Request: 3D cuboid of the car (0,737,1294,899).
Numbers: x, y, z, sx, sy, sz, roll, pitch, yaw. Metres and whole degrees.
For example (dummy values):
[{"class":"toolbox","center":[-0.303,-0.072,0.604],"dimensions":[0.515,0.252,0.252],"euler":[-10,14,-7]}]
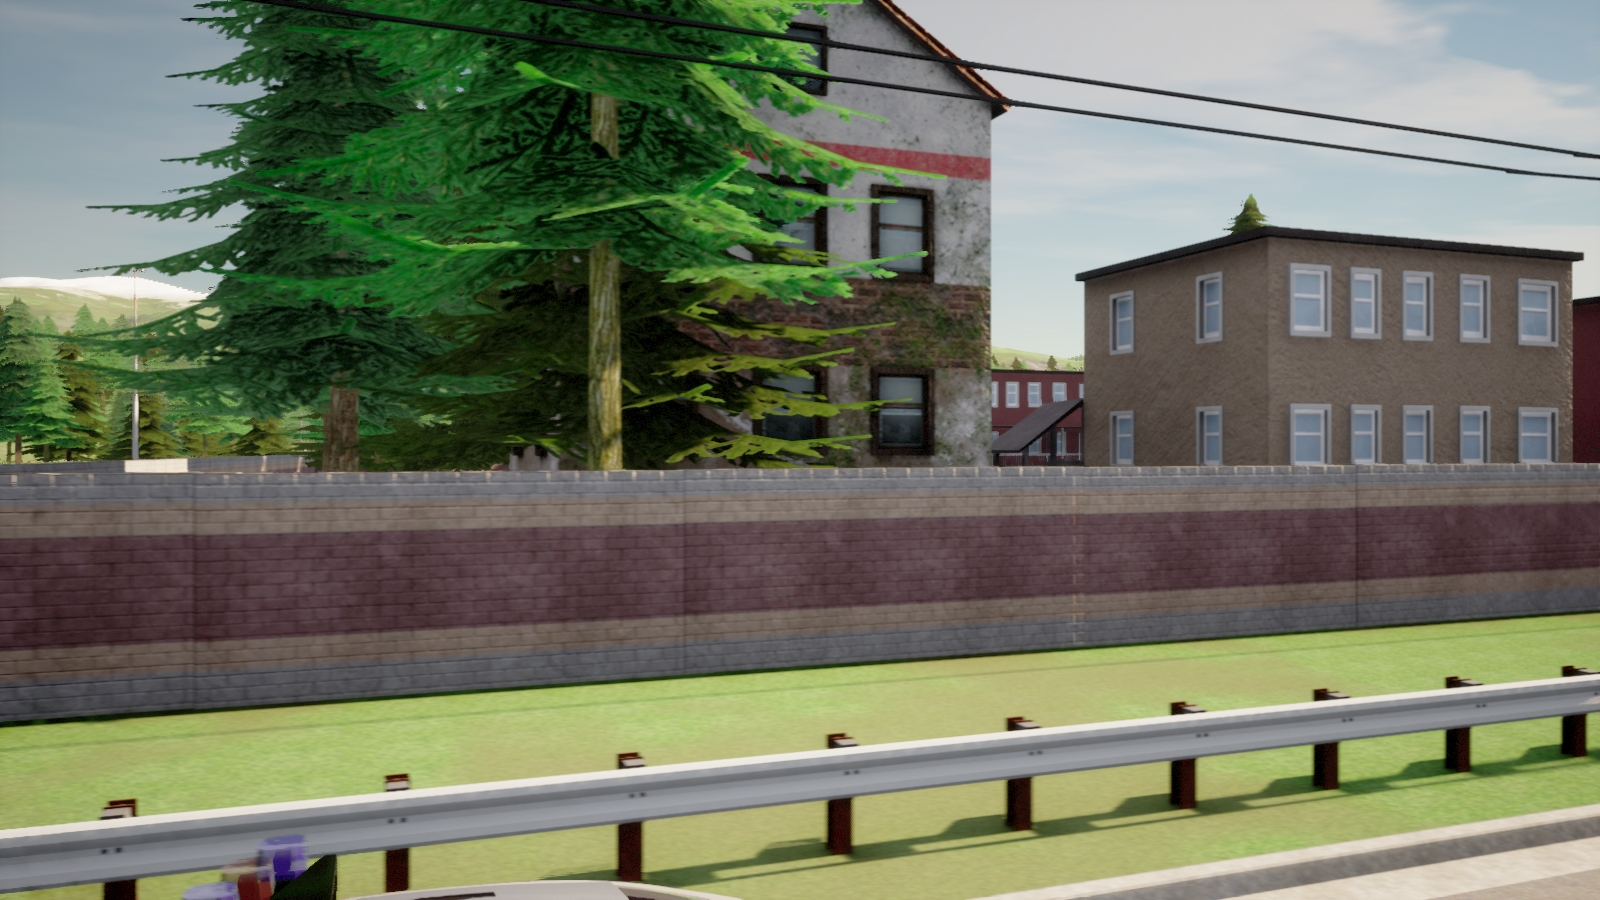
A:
[{"class":"car","center":[-1.435,1.982,2.778],"dimensions":[5.238,1.638,2.097],"euler":[0,0,-20]}]
